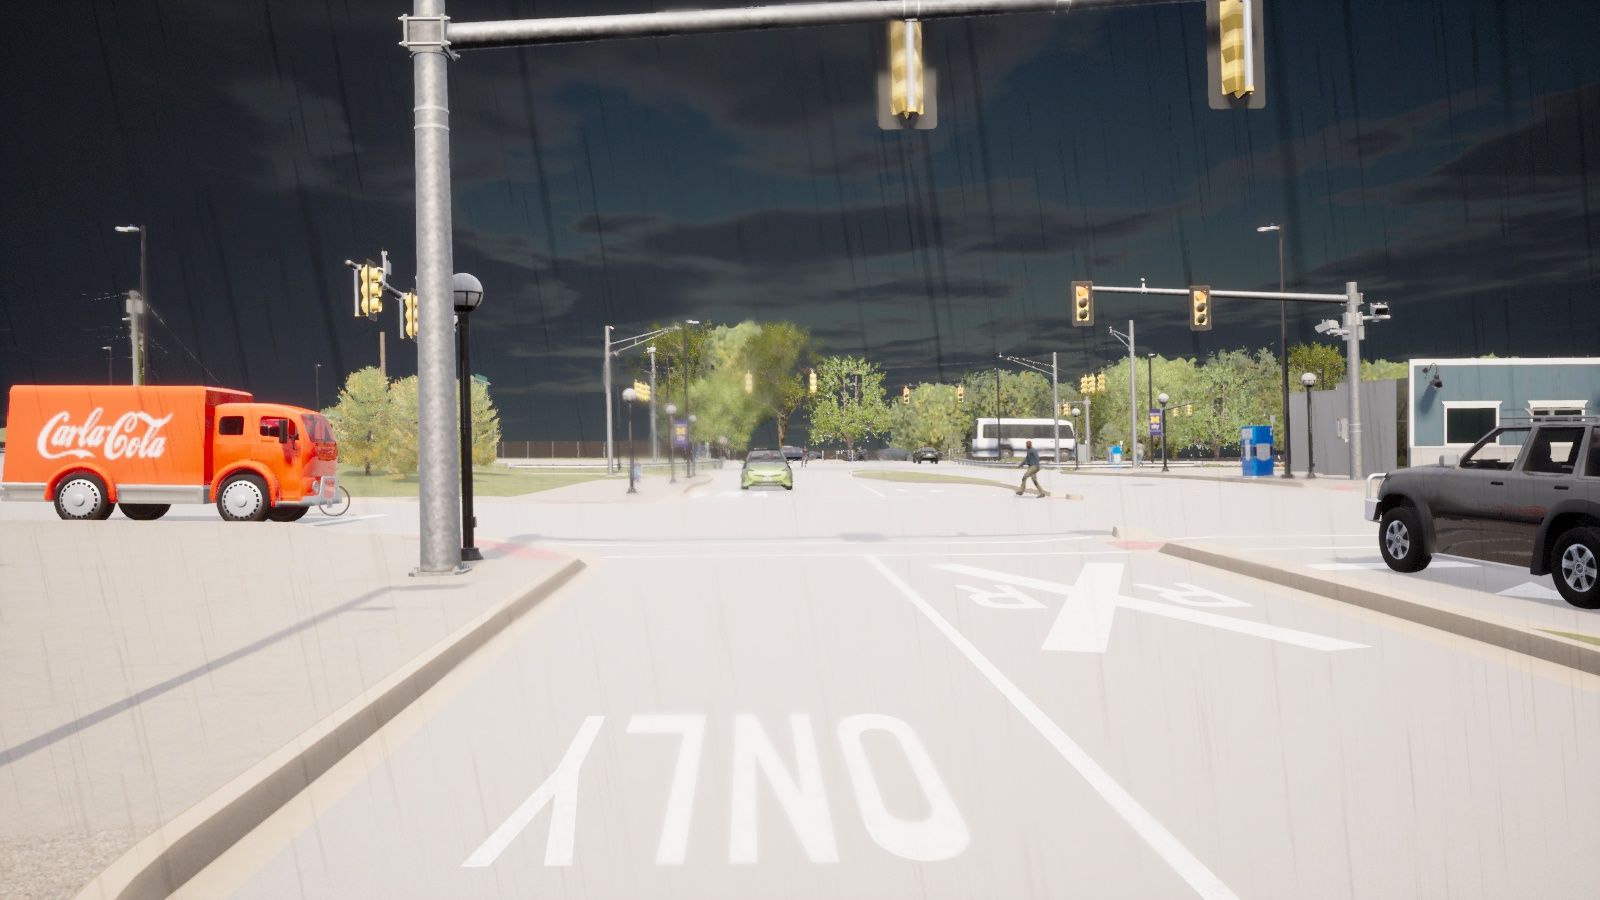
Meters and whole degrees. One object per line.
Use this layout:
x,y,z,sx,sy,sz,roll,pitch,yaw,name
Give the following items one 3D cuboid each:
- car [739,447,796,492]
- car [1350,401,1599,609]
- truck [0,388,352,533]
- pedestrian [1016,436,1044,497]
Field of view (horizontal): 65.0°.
-1.289,0.706,47.872,2.007,1.525,4.514,-1,1,-3,car
7.887,0.437,13.015,1.932,1.855,4.605,-1,1,-7,car
-11.174,0.198,22.732,5.204,2.467,2.627,0,-1,-2,truck
7.061,0.501,38.588,0.726,1.835,0.370,-2,-1,0,pedestrian
